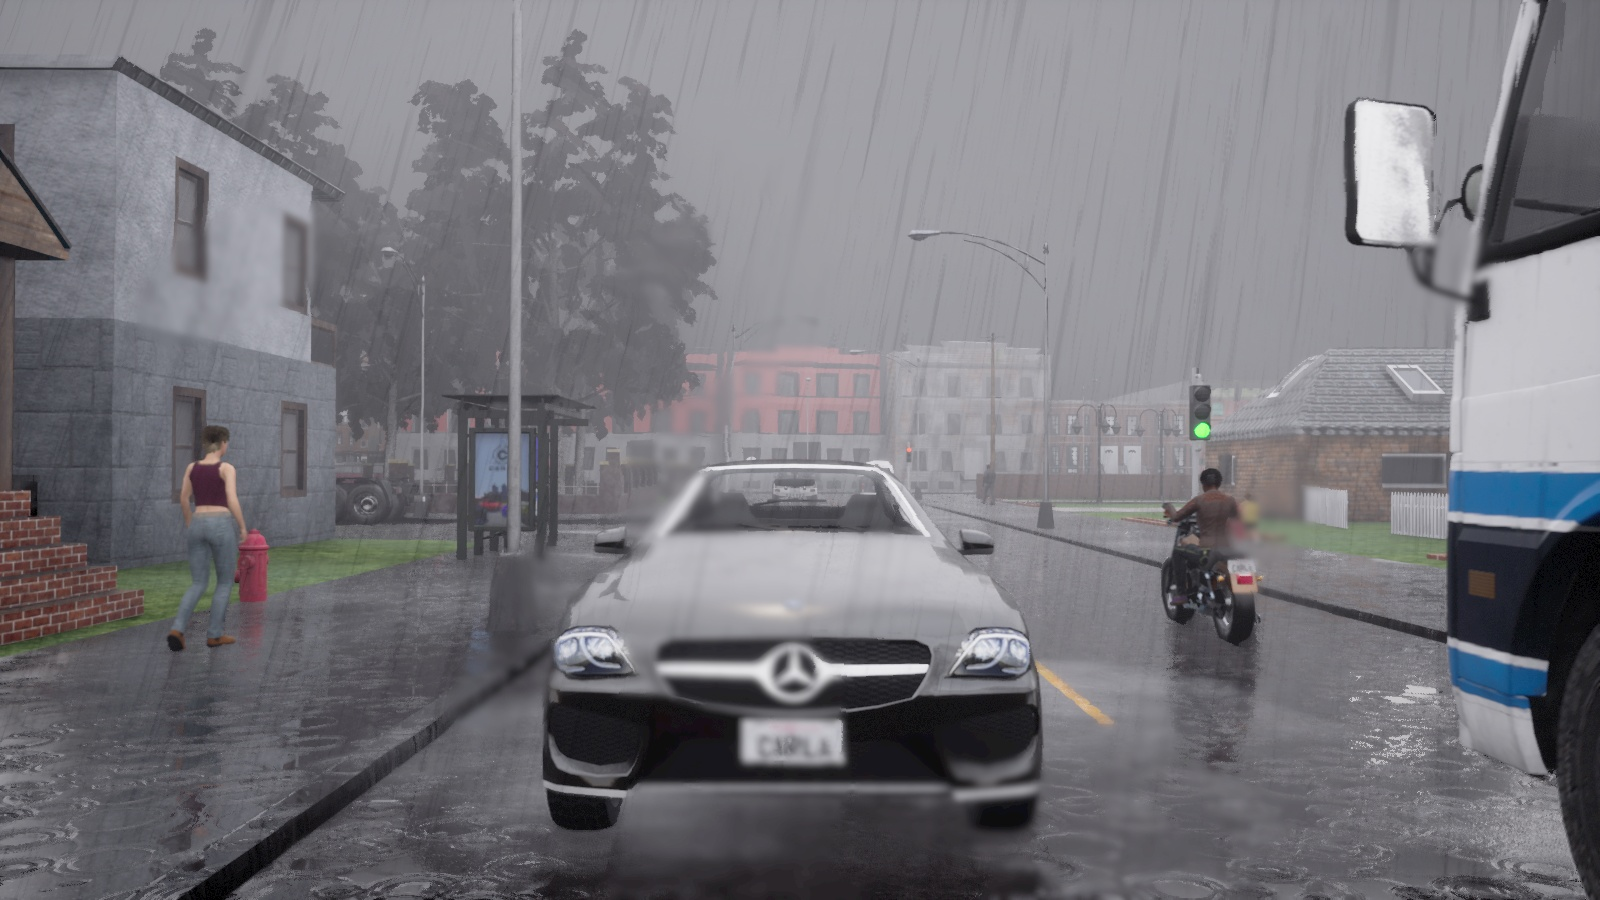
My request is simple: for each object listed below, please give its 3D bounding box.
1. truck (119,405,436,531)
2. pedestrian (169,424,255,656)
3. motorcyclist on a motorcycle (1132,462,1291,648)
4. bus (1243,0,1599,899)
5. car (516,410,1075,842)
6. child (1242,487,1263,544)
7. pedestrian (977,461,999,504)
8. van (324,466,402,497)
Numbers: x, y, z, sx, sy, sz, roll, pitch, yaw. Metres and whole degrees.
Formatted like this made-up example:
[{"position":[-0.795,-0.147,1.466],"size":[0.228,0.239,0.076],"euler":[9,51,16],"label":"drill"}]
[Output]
[{"position":[-14.882,0.500,36.275],"size":[7.936,3.462,2.891],"euler":[0,-1,-4],"label":"truck"},{"position":[-4.808,0.716,10.285],"size":[0.345,1.836,0.594],"euler":[0,-1,11],"label":"pedestrian"},{"position":[3.953,0.956,12.298],"size":[0.766,1.649,2.350],"euler":[0,-1,0],"label":"motorcyclist on a motorcycle"},{"position":[3.997,-0.568,0.561],"size":[3.944,4.253,10.273],"euler":[0,-1,0],"label":"bus"},{"position":[-0.029,0.716,7.355],"size":[2.152,1.651,5.027],"euler":[0,-1,0],"label":"car"},{"position":[8.866,1.281,24.626],"size":[0.255,1.110,0.394],"euler":[0,-1,-2],"label":"child"},{"position":[8.131,1.404,54.437],"size":[0.563,1.883,0.849],"euler":[0,-1,-23],"label":"pedestrian"},{"position":[-28.225,2.041,81.259],"size":[4.442,1.987,1.775],"euler":[0,-1,0],"label":"van"}]
